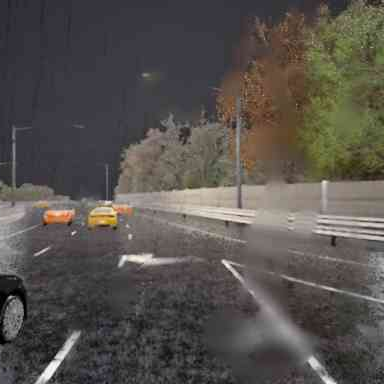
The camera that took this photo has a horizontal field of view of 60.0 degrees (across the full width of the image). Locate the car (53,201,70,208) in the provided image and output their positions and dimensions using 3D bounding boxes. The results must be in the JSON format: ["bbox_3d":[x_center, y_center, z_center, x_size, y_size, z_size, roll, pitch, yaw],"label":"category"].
[{"bbox_3d":[-25.693,2.465,65.537,1.994,1.385,4.181,0,-1,-39],"label":"car"}]

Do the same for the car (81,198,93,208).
[{"bbox_3d":[-21.041,2.143,67.213,2.150,2.045,5.566,0,-1,-24],"label":"car"}]

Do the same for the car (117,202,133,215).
[{"bbox_3d":[-9.135,2.045,43.351,2.097,1.767,4.553,0,-1,-22],"label":"car"}]

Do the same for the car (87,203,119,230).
[{"bbox_3d":[-6.592,1.881,24.803,1.882,1.535,5.008,0,-1,-13],"label":"car"}]

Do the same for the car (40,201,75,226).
[{"bbox_3d":[-11.013,1.820,27.897,2.097,1.767,4.553,0,-1,-15],"label":"car"}]

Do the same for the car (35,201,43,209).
[{"bbox_3d":[-28.498,2.370,63.444,1.882,1.535,5.008,0,-1,-39],"label":"car"}]

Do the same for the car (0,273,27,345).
[{"bbox_3d":[-3.603,1.564,3.658,2.128,1.511,4.902,0,-1,-2],"label":"car"}]

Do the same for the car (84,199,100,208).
[{"bbox_3d":[-17.687,2.480,60.562,2.128,1.511,4.902,0,-1,-27],"label":"car"}]
